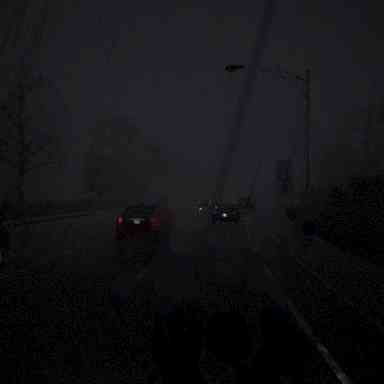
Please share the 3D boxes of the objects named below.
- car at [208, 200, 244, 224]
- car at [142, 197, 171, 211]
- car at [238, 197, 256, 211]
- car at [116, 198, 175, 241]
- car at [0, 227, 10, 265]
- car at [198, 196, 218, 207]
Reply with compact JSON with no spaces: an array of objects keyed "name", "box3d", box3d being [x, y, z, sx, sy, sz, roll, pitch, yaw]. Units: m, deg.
[{"name":"car","box3d":[2.648,1.572,25.017,1.994,1.385,4.181,0,0,11]},{"name":"car","box3d":[-4.337,1.456,41.744,1.882,1.535,5.008,0,0,16]},{"name":"car","box3d":[6.744,1.372,41.439,2.097,1.767,4.553,0,0,17]},{"name":"car","box3d":[-2.180,1.347,16.777,2.097,1.767,4.553,0,0,7]},{"name":"car","box3d":[-6.704,1.462,8.275,1.882,1.535,5.008,0,0,4]},{"name":"car","box3d":[2.610,1.351,51.490,2.097,1.767,4.553,0,0,21]}]
